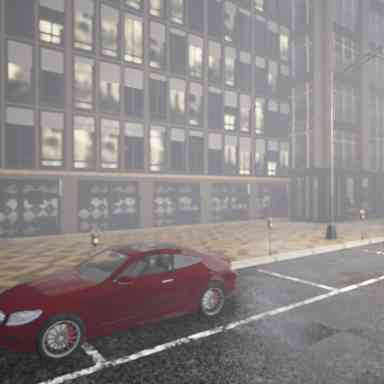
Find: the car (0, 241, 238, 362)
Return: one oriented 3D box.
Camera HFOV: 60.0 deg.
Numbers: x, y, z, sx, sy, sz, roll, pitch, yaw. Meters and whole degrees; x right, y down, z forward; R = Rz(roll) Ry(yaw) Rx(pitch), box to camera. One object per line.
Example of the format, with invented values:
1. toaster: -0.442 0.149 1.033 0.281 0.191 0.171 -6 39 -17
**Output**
1. car: -1.038 1.574 5.819 4.206 1.307 1.802 0 0 -35
